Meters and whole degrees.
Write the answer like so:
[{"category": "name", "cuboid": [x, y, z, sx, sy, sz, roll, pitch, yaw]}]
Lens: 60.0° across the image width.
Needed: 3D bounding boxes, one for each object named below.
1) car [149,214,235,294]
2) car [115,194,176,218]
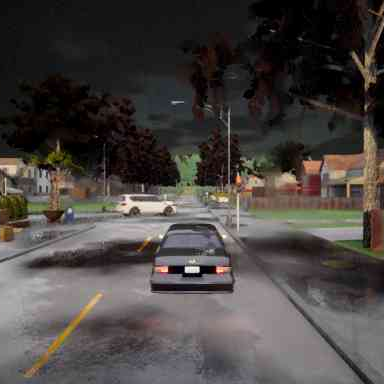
[{"category": "car", "cuboid": [0.016, 1.547, 8.935, 2.033, 1.411, 5.357, 0, 0, 0]}, {"category": "car", "cuboid": [-4.192, 1.221, 30.351, 5.566, 2.045, 2.150, 0, 1, -32]}]
